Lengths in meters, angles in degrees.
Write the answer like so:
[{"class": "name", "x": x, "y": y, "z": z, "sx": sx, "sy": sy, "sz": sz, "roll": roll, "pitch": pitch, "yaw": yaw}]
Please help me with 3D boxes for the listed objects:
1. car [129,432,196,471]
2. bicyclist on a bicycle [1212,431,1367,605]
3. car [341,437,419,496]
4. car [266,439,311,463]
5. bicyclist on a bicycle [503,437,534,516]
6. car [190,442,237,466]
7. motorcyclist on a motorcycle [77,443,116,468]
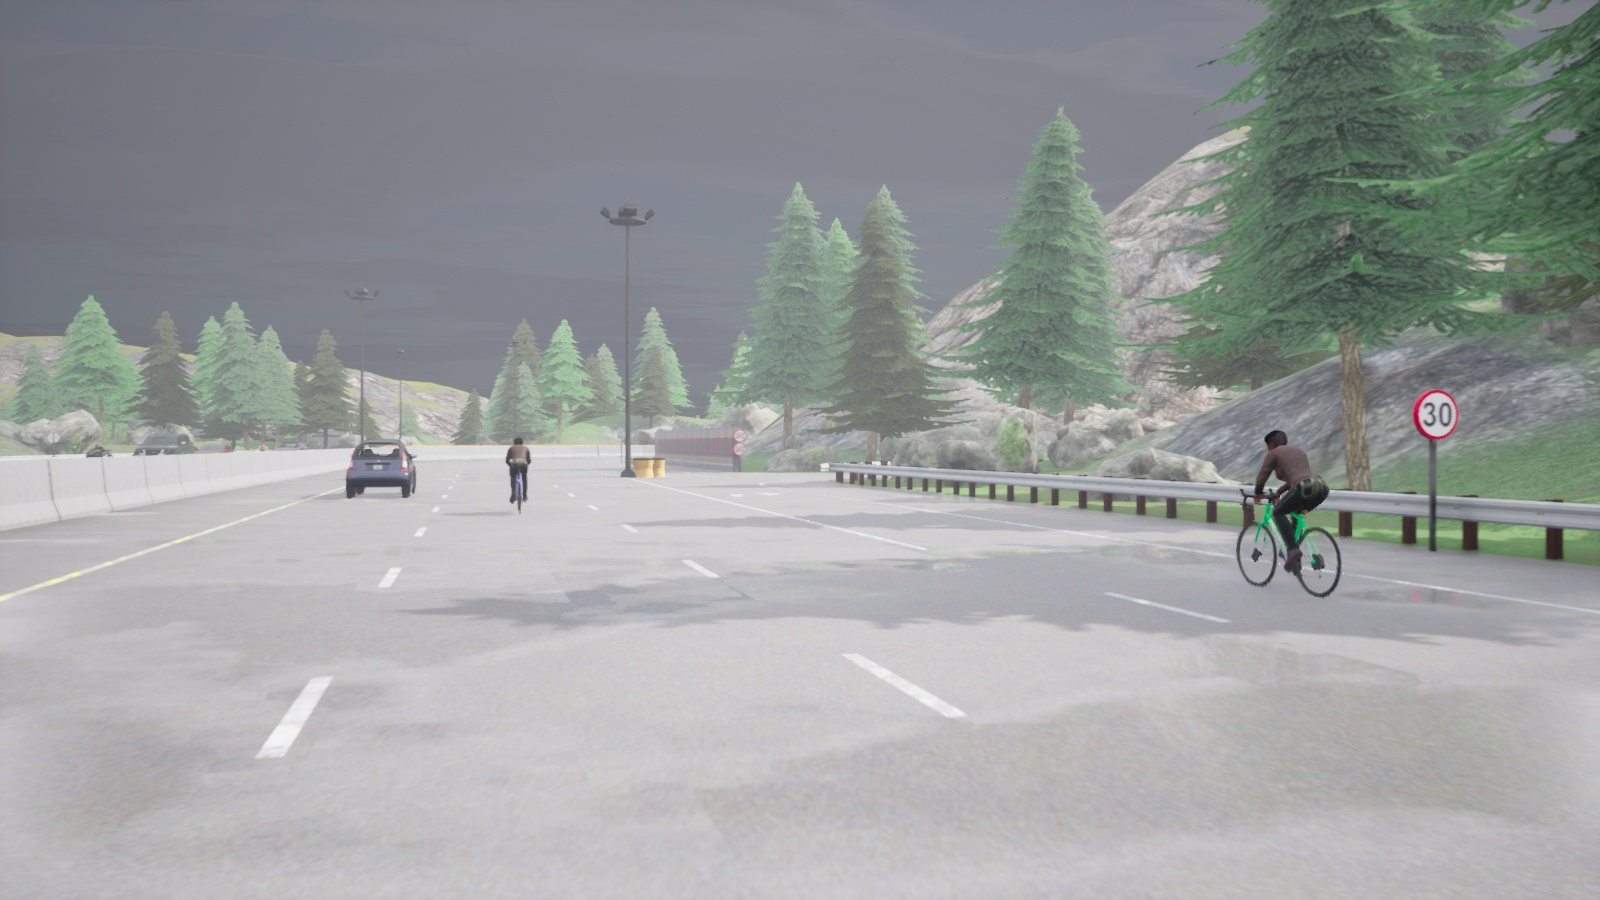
[{"class": "car", "x": -34.916, "y": 0.051, "z": 68.957, "sx": 2.150, "sy": 2.045, "sz": 5.566, "roll": 0, "pitch": 0, "yaw": -14}, {"class": "bicyclist on a bicycle", "x": 4.838, "y": 0.633, "z": 12.530, "sx": 0.582, "sy": 1.620, "sz": 1.656, "roll": 0, "pitch": 0, "yaw": -15}, {"class": "car", "x": -12.043, "y": 0.432, "z": 36.212, "sx": 1.851, "sy": 1.617, "sz": 3.988, "roll": 0, "pitch": 0, "yaw": -14}, {"class": "car", "x": -36.723, "y": 0.056, "z": 90.309, "sx": 2.242, "sy": 1.667, "sz": 4.611, "roll": 0, "pitch": 0, "yaw": -12}, {"class": "bicyclist on a bicycle", "x": -5.992, "y": 0.545, "z": 26.671, "sx": 0.582, "sy": 1.620, "sz": 1.656, "roll": 0, "pitch": 0, "yaw": -15}, {"class": "car", "x": -38.281, "y": 0.233, "z": 82.045, "sx": 1.882, "sy": 1.535, "sz": 5.008, "roll": 0, "pitch": 0, "yaw": -15}, {"class": "motorcyclist on a motorcycle", "x": -42.550, "y": 0.321, "z": 75.967, "sx": 0.866, "sy": 1.530, "sz": 2.191, "roll": 0, "pitch": 0, "yaw": 9}]
